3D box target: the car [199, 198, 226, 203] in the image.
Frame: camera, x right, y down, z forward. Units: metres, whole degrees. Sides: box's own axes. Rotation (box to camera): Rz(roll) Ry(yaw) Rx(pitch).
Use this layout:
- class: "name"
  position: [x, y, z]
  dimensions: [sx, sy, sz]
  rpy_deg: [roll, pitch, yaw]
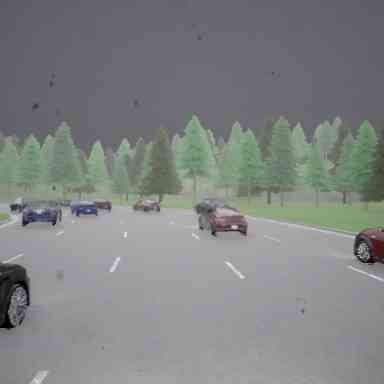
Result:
- class: "car"
  position: [1.785, 1.350, 31.120]
  dimensions: [2.097, 1.767, 4.553]
  rpy_deg: [0, 0, -20]

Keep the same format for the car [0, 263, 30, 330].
- class: "car"
  position: [-3.698, 1.493, 3.976]
  dimensions: [2.128, 1.511, 4.902]
  rpy_deg: [0, 0, -3]

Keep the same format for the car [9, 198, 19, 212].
- class: "car"
  position: [-18.692, 1.350, 36.974]
  dimensions: [2.097, 1.767, 4.553]
  rpy_deg: [0, 0, -43]

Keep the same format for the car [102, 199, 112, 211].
- class: "car"
  position: [-11.131, 1.475, 38.920]
  dimensions: [1.882, 1.535, 5.008]
  rpy_deg: [0, 0, -38]

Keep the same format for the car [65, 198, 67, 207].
- class: "car"
  position: [-18.657, 1.488, 46.203]
  dimensions: [4.902, 1.511, 2.128]
  rpy_deg: [0, 0, 35]

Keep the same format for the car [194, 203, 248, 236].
- class: "car"
  position: [1.615, 1.525, 18.264]
  dimensions: [1.812, 1.442, 4.674]
  rpy_deg: [0, 0, -10]

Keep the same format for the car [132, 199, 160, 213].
- class: "car"
  position: [-5.087, 1.524, 37.031]
  dimensions: [1.812, 1.442, 4.674]
  rpy_deg: [0, -1, -31]

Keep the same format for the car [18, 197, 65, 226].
- class: "car"
  position: [-10.522, 1.350, 23.564]
  dimensions: [2.097, 1.767, 4.553]
  rpy_deg: [0, 0, -17]

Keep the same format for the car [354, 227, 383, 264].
- class: "car"
  position: [6.448, 1.351, 8.997]
  dimensions: [2.097, 1.767, 4.553]
  rpy_deg: [0, 0, -5]

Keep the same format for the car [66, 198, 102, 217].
- class: "car"
  position: [-10.372, 1.475, 31.713]
  dimensions: [1.882, 1.535, 5.008]
  rpy_deg: [0, 0, -28]
